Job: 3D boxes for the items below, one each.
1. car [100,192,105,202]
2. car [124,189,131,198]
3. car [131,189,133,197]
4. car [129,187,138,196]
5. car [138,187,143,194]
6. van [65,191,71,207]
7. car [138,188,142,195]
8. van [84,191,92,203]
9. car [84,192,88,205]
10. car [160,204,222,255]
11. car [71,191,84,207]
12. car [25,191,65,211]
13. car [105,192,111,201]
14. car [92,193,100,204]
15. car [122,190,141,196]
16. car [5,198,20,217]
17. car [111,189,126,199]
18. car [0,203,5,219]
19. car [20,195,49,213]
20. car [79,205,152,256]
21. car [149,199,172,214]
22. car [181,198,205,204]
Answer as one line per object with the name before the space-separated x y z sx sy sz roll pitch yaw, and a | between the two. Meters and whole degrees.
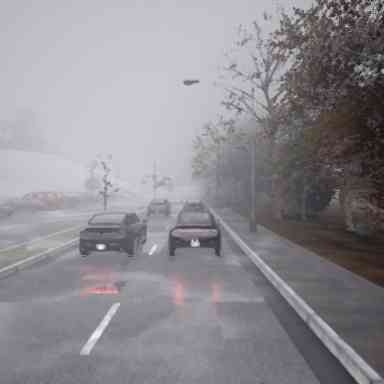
car | -16.821 1.010 53.411 4.674 1.452 2.002 -1 1 -20
car | -16.975 0.632 74.355 5.366 1.575 1.946 -1 1 -20
car | -16.804 0.617 77.429 4.674 1.452 2.002 -1 1 -20
car | -16.774 0.271 80.442 5.566 2.045 2.435 -1 1 -20
car | -16.815 0.068 89.420 5.566 2.045 2.435 -1 2 -20
van | -16.737 0.980 38.539 4.442 1.987 1.878 -1 1 -20
car | -16.617 0.384 86.499 5.366 1.575 1.946 -1 1 -20
van | -16.944 0.841 47.400 4.442 1.987 1.878 -1 1 -20
car | -16.830 1.114 44.464 4.892 1.521 2.231 -1 1 -20
car | 0.106 1.467 13.196 2.128 1.511 4.902 0 0 0
car | -16.818 0.908 41.492 5.566 2.045 2.435 -1 1 -20
car | -16.875 1.004 35.496 5.566 2.045 2.435 -1 1 -20
car | -16.797 0.951 56.429 4.792 1.488 2.163 -1 1 -20
car | -16.801 0.891 50.436 4.553 1.767 2.185 -1 1 -20
car | -16.808 0.271 92.426 4.792 1.488 2.163 -1 2 -20
car | -16.828 1.401 26.573 4.792 1.488 2.163 -1 0 -20
car | -16.784 0.759 68.433 4.792 1.488 2.163 -1 1 -20
car | -16.687 1.396 23.645 5.366 1.575 1.946 -1 0 -20
car | -16.845 1.336 32.530 4.674 1.452 2.002 -1 1 -20
car | -2.894 1.482 12.996 1.837 1.490 4.892 0 0 0
car | -2.886 1.328 29.910 2.128 1.511 4.902 0 1 0
car | 0.114 1.341 29.986 1.837 1.490 4.892 0 1 0
